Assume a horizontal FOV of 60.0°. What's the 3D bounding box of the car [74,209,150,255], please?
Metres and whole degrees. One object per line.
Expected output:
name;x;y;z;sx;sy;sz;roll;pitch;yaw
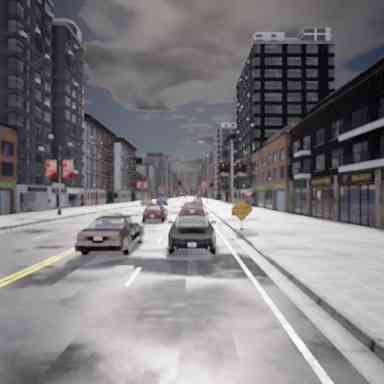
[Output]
car;-3.244;1.683;13.988;2.033;1.411;5.357;0;-1;0

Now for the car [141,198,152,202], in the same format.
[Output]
car;-9.724;2.082;71.793;2.097;1.767;4.553;0;-1;0

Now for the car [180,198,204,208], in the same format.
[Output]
car;0.013;1.639;29.068;2.097;1.767;4.553;0;-1;0

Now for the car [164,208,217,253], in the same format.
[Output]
car;0.010;1.646;14.284;1.837;1.490;4.892;0;0;0

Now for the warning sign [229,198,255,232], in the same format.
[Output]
warning sign;2.860;1.301;19.060;1.300;1.860;1.060;0;0;0

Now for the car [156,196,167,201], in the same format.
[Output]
car;-6.474;1.951;71.734;2.150;2.045;5.566;0;-1;0

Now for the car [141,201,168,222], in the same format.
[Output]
car;-3.233;1.818;29.394;1.812;1.442;4.674;0;0;0

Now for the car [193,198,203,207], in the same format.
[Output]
car;1.162;2.056;69.029;2.097;1.767;4.553;0;-1;0
